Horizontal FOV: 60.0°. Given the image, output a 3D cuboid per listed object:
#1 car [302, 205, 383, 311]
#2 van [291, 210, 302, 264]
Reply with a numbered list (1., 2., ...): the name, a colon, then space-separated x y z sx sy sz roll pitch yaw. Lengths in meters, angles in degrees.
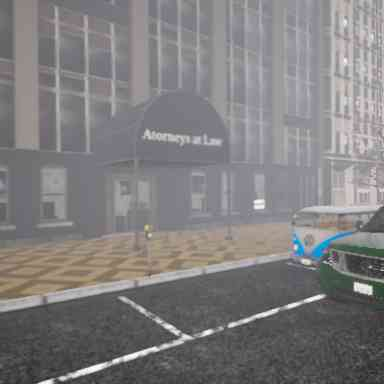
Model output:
1. car: 4.981 1.180 6.881 5.566 2.045 2.150 0 0 -35
2. van: 4.685 1.290 9.910 3.998 1.788 1.690 0 0 -36
